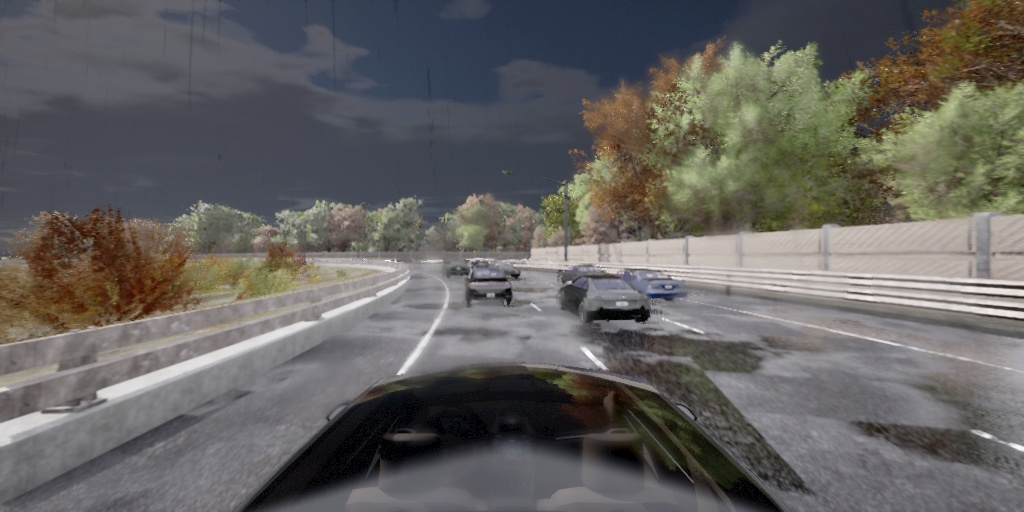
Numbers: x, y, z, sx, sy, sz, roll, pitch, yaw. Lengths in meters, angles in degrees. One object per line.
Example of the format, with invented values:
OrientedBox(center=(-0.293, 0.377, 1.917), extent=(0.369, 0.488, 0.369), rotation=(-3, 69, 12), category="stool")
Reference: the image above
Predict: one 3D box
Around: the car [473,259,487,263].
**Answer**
OrientedBox(center=(-4.717, 1.227, 53.253), extent=(2.128, 1.511, 4.902), rotation=(0, 0, -19), category="car")

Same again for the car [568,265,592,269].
OrientedBox(center=(4.633, 1.269, 23.552), extent=(2.033, 1.411, 5.357), rotation=(0, 0, -12), category="car")

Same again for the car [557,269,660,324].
OrientedBox(center=(2.850, 1.298, 11.949), extent=(1.994, 1.385, 4.181), rotation=(0, 0, -6), category="car")

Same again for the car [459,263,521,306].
OrientedBox(center=(-1.136, 1.237, 15.711), extent=(2.128, 1.511, 4.902), rotation=(0, 0, -8), category="car")

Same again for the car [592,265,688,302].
OrientedBox(center=(5.789, 1.269, 16.625), extent=(2.033, 1.411, 5.357), rotation=(0, 0, -9), category="car")

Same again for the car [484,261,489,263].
OrientedBox(center=(-0.815, 1.336, 30.851), extent=(1.895, 1.301, 4.718), rotation=(0, 0, -16), category="car")

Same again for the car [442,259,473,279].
OrientedBox(center=(-5.281, 1.101, 33.296), extent=(2.097, 1.767, 4.553), rotation=(0, 0, -17), category="car")
